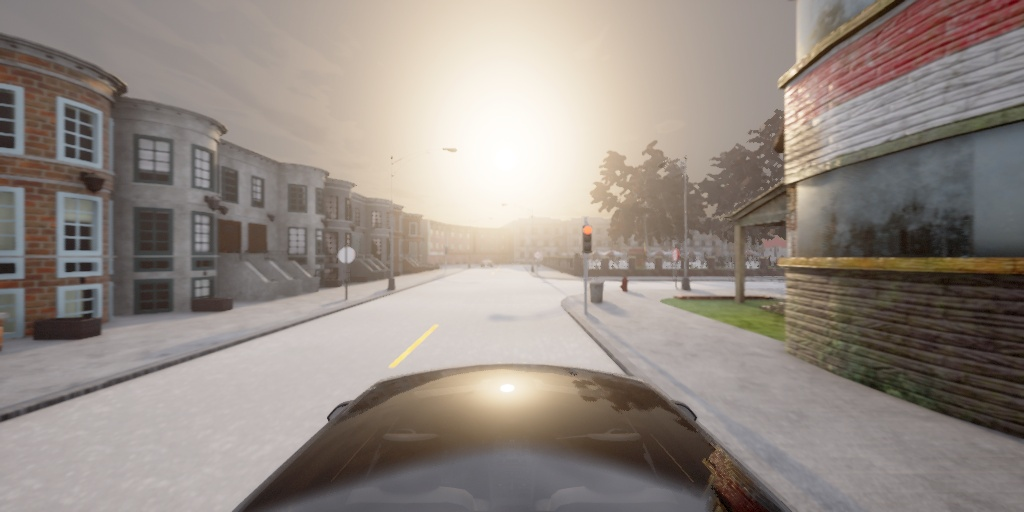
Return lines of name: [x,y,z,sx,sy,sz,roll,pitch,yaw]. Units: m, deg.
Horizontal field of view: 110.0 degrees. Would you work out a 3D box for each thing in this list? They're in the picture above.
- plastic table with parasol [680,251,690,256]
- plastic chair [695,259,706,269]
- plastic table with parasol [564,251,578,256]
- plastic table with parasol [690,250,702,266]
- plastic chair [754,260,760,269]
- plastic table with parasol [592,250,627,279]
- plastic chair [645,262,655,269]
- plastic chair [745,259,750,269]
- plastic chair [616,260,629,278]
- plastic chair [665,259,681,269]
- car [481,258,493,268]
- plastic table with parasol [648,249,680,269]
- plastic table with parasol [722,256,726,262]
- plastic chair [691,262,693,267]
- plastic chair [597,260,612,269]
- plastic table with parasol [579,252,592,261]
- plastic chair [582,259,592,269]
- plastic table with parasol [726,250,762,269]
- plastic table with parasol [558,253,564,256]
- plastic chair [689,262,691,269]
plastic table with parasol: [18.255,0.601,40.940,2.482,2.480,2.482,0,0,-42]
plastic chair: [22.891,1.212,43.218,0.750,1.272,0.730,0,0,-34]
plastic table with parasol: [10.008,0.535,54.529,2.482,2.480,2.482,0,0,-38]
plastic table with parasol: [22.047,0.543,44.210,2.482,2.480,2.482,0,0,-39]
plastic chair: [24.633,1.254,35.273,0.750,1.272,0.730,0,0,-35]
plastic table with parasol: [10.061,0.673,35.950,2.482,2.480,2.482,0,0,-40]
plastic chair: [14.260,1.258,36.207,0.730,1.272,0.750,0,0,-40]
plastic chair: [22.707,1.227,35.491,0.730,1.272,0.750,0,0,-39]
plastic chair: [10.963,1.279,34.977,0.750,1.272,0.730,0,0,-35]
plastic chair: [16.192,1.246,35.979,0.750,1.272,0.730,0,0,-35]
car: [-4.133,1.136,59.405,2.128,1.511,4.902,0,0,0]
plastic table with parasol: [15.290,0.640,36.952,2.482,2.480,2.482,0,0,-40]
plastic table with parasol: [26.468,0.621,41.567,2.482,2.480,2.482,0,0,-40]
plastic chair: [21.039,1.218,43.461,0.730,1.272,0.750,0,0,-41]
plastic chair: [9.030,1.278,35.205,0.730,1.272,0.750,0,0,-40]
plastic table with parasol: [9.619,0.629,40.440,2.482,2.480,2.482,0,0,-40]
plastic chair: [8.588,1.232,39.695,0.730,1.272,0.750,0,0,-40]
plastic table with parasol: [23.732,0.621,36.246,2.482,2.480,2.482,0,0,-40]
plastic table with parasol: [9.210,0.625,62.225,2.482,2.480,2.482,0,0,0]
plastic chair: [19.143,1.234,39.989,0.750,1.272,0.730,0,0,-35]
